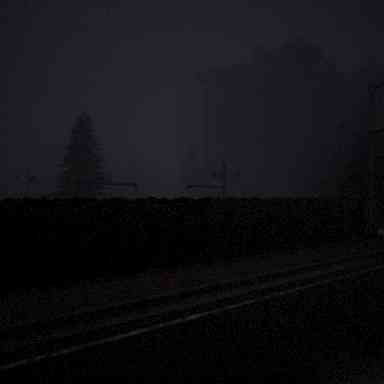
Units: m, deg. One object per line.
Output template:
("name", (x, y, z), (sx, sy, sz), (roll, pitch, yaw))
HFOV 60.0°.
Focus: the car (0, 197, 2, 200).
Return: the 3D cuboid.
("car", (-40.492, 1.504, 67.118), (3.633, 1.501, 1.845), (1, -1, -37))
